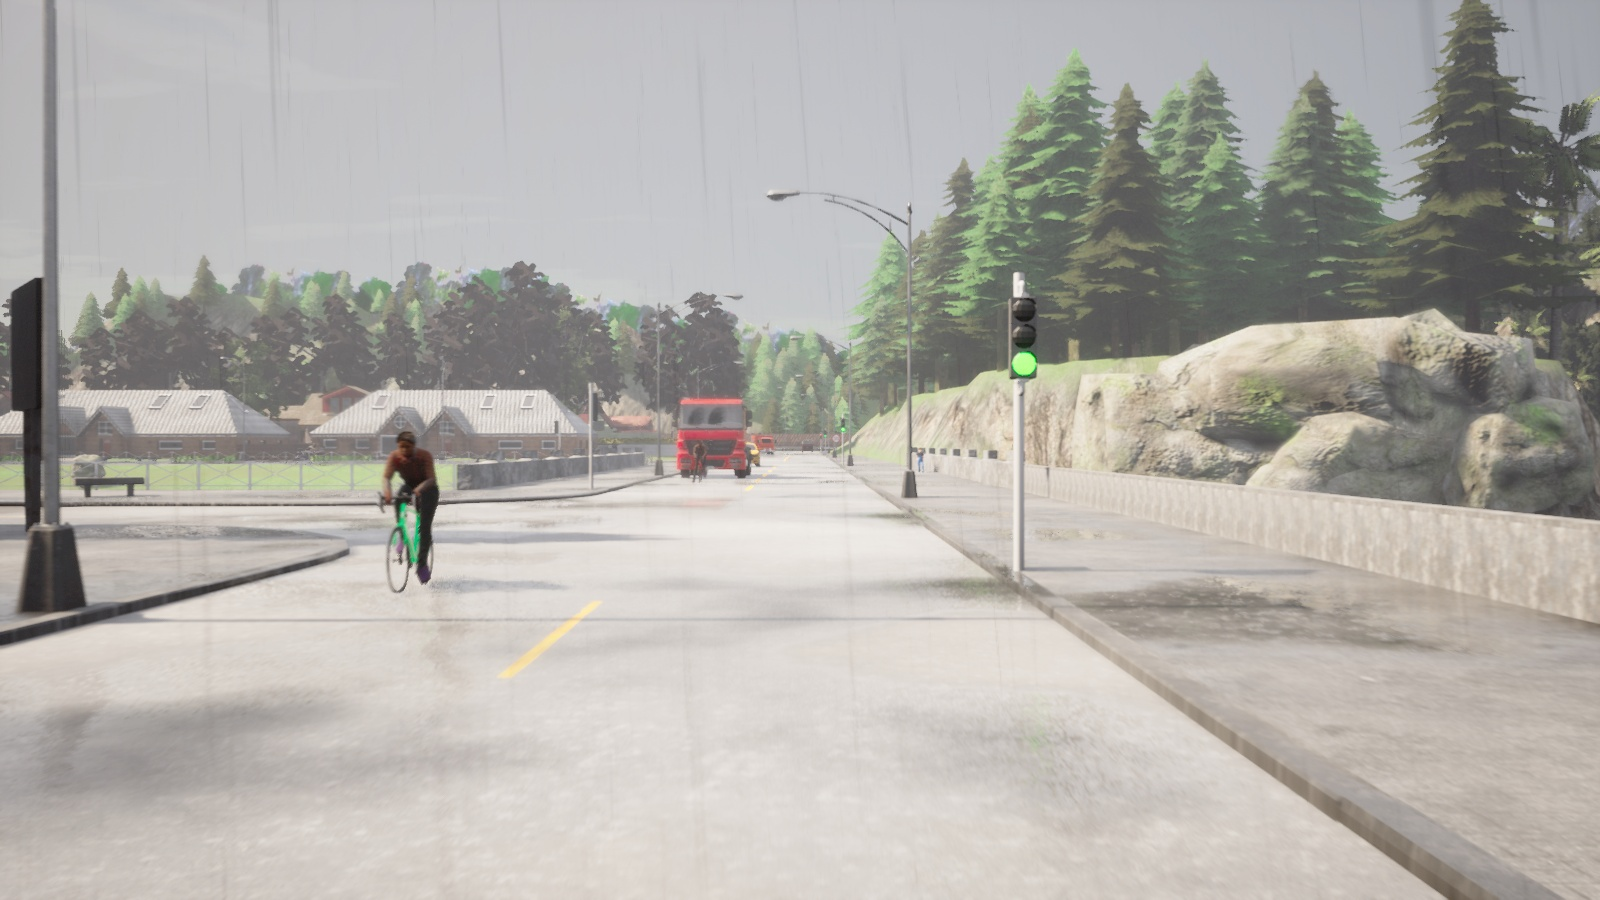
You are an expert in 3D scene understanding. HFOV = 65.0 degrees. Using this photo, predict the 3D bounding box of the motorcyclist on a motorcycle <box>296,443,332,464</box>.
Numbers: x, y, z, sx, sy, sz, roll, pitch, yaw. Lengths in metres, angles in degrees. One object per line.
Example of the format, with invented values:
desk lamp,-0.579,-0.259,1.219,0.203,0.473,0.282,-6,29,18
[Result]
motorcyclist on a motorcycle,-34.541,0.250,89.298,2.191,1.530,0.866,0,0,0

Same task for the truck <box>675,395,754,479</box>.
truck,-3.662,-0.552,55.694,2.891,3.462,7.936,0,0,0

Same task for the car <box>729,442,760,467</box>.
car,-3.487,0.276,78.943,1.882,1.535,5.008,0,0,-3

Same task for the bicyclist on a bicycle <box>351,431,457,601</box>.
bicyclist on a bicycle,-4.003,0.624,12.798,0.582,1.620,1.656,0,1,-1
